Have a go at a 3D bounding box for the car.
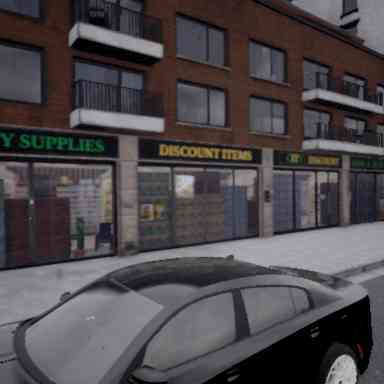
[{"bbox_3d":[-0.249,1.463,3.187,5.008,1.535,1.882,-1,0,-35],"label":"car"}]
